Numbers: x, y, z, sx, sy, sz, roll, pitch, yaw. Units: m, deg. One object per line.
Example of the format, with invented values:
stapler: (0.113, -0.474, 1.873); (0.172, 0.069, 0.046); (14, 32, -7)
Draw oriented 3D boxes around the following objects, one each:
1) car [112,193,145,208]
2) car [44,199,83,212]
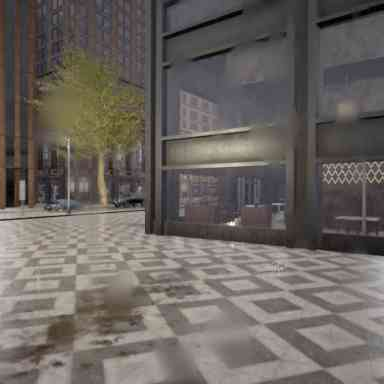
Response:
car: (-8.435, 1.105, 46.290); (2.150, 2.045, 5.566); (0, 0, 35)
car: (-14.516, 1.471, 37.795); (1.994, 1.385, 4.181); (0, 0, 35)
